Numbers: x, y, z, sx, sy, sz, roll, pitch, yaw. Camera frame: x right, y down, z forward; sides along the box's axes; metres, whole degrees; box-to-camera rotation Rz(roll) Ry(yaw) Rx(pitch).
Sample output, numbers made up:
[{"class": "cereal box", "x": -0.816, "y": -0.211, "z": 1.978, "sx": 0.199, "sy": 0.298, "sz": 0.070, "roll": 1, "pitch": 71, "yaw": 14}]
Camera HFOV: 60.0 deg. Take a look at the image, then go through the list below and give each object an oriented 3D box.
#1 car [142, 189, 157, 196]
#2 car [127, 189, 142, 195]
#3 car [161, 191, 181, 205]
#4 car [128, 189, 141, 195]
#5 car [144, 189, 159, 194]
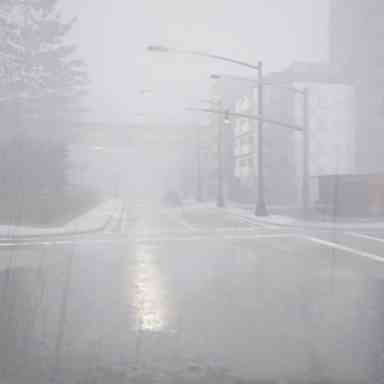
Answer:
[{"class": "car", "x": -10.048, "y": 0.082, "z": 82.636, "sx": 2.038, "sy": 1.542, "sz": 4.974, "roll": -1, "pitch": 1, "yaw": -31}, {"class": "car", "x": -14.183, "y": -0.019, "z": 82.219, "sx": 1.853, "sy": 1.218, "sz": 4.536, "roll": 0, "pitch": 1, "yaw": 14}, {"class": "car", "x": -2.620, "y": 0.640, "z": 40.812, "sx": 2.097, "sy": 1.767, "sz": 4.553, "roll": -1, "pitch": 1, "yaw": -11}, {"class": "car", "x": -14.193, "y": 0.140, "z": 82.171, "sx": 2.038, "sy": 1.542, "sz": 4.974, "roll": 0, "pitch": 1, "yaw": 14}, {"class": "car", "x": -10.076, "y": -0.076, "z": 82.677, "sx": 1.853, "sy": 1.218, "sz": 4.536, "roll": -1, "pitch": 1, "yaw": -31}]
